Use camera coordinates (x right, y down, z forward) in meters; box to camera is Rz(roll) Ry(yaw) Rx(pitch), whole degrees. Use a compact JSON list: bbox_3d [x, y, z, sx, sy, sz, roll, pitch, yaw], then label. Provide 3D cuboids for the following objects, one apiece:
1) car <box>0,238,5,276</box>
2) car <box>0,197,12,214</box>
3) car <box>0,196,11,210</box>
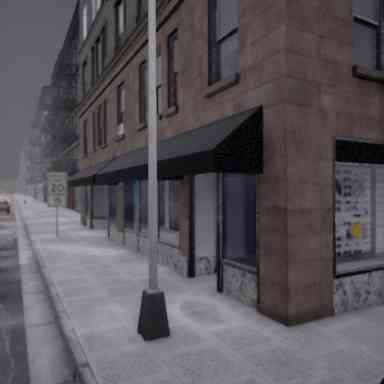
[{"bbox_3d":[-5.135,1.490,7.011,1.837,1.490,4.892,0,0,-28],"label":"car"},{"bbox_3d":[-19.273,1.416,33.377,2.128,1.511,4.902,0,0,-28],"label":"car"},{"bbox_3d":[-24.254,1.377,42.539,1.882,1.535,5.008,0,0,-28],"label":"car"}]
